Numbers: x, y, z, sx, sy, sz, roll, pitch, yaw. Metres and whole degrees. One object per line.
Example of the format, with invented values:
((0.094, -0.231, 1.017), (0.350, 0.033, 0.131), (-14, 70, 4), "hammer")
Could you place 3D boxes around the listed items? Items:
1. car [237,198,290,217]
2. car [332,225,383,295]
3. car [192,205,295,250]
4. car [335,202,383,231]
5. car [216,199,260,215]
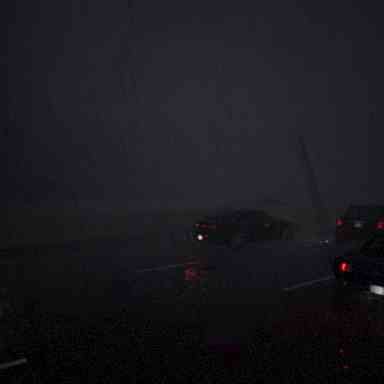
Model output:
((6.544, 1.351, 30.145), (4.892, 1.490, 1.837), (0, 0, -35), "car")
((5.324, 1.542, 7.543), (4.718, 1.301, 1.895), (0, 0, -35), "car")
((2.275, 1.438, 13.963), (4.892, 1.490, 1.837), (0, 0, -35), "car")
((7.957, 1.255, 13.715), (4.553, 1.767, 2.097), (0, 0, -36), "car")
((4.600, 1.409, 33.056), (4.181, 1.385, 1.994), (0, 0, -35), "car")
